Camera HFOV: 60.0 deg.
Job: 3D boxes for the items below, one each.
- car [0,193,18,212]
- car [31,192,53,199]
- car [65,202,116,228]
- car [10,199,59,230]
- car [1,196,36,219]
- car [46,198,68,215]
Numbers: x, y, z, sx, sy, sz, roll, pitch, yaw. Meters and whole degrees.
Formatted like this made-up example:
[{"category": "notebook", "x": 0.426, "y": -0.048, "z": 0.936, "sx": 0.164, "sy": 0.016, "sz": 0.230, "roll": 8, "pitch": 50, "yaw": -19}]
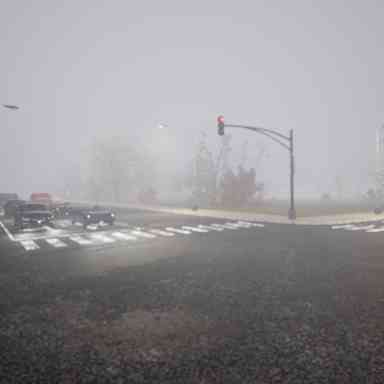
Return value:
[{"category": "car", "x": -21.041, "y": 1.153, "z": 38.272, "sx": 2.150, "sy": 2.045, "sz": 5.566, "roll": -1, "pitch": 1, "yaw": -32}, {"category": "car", "x": -17.843, "y": 1.090, "z": 39.297, "sx": 2.150, "sy": 2.045, "sz": 5.566, "roll": -1, "pitch": 1, "yaw": -32}, {"category": "car", "x": -6.555, "y": 1.495, "z": 21.587, "sx": 1.895, "sy": 1.301, "sz": 4.718, "roll": -1, "pitch": 1, "yaw": -32}, {"category": "car", "x": -10.033, "y": 1.463, "z": 20.987, "sx": 1.837, "sy": 1.490, "sz": 4.892, "roll": -1, "pitch": 1, "yaw": -33}, {"category": "car", "x": -15.472, "y": 1.423, "z": 29.528, "sx": 1.882, "sy": 1.535, "sz": 5.008, "roll": -1, "pitch": 1, "yaw": -32}, {"category": "car", "x": -11.477, "y": 1.483, "z": 29.312, "sx": 1.895, "sy": 1.301, "sz": 4.718, "roll": -1, "pitch": 1, "yaw": -32}]
